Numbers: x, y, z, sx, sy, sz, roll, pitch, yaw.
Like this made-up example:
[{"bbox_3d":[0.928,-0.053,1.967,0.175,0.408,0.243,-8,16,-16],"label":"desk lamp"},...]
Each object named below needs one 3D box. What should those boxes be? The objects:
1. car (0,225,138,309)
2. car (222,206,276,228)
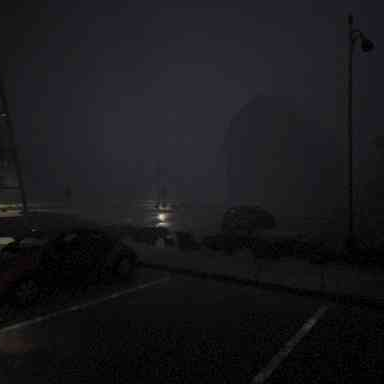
[{"bbox_3d":[-3.174,1.517,7.842,1.784,1.438,3.905,0,0,36],"label":"car"},{"bbox_3d":[3.297,1.501,19.025,1.816,1.474,4.193,0,0,36],"label":"car"}]
